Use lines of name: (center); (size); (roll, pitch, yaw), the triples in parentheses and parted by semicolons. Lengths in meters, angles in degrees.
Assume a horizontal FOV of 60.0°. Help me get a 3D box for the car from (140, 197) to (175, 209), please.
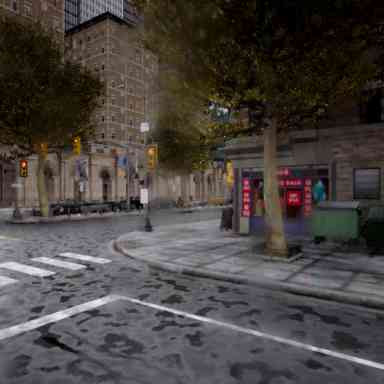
car: (-4.248, 1.504, 44.827); (1.837, 1.490, 4.892); (0, 0, 36)

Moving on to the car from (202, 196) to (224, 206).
car: (3.579, 1.478, 55.618); (1.882, 1.535, 5.008); (0, 0, 36)

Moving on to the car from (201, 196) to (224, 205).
car: (3.846, 1.477, 61.900); (1.882, 1.535, 5.008); (0, 0, 36)

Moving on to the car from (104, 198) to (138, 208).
car: (-10.206, 1.595, 47.937); (1.895, 1.301, 4.718); (0, 0, 36)

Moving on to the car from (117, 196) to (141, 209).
car: (-7.931, 1.353, 45.704); (2.097, 1.767, 4.553); (0, 0, 36)

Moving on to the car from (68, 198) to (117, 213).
car: (-10.694, 1.564, 35.904); (1.994, 1.385, 4.181); (0, 0, 36)

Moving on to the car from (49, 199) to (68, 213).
car: (-13.876, 1.505, 37.477); (1.837, 1.490, 4.892); (0, 0, 36)
